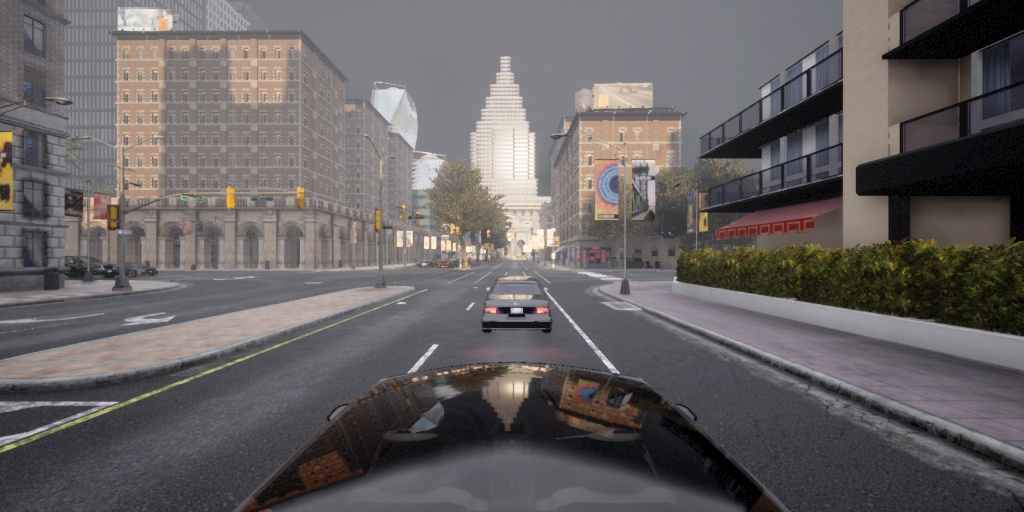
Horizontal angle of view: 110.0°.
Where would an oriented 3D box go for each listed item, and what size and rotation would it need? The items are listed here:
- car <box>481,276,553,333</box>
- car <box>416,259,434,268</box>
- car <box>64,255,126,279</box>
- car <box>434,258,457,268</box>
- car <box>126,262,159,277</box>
[{"bbox_3d":[0.146,1.297,10.736,2.033,1.411,5.357,0,0,1],"label":"car"},{"bbox_3d":[-14.518,1.241,61.552,2.128,1.511,4.902,0,0,1],"label":"car"},{"bbox_3d":[-37.608,0.972,31.067,5.566,2.045,2.150,0,0,0],"label":"car"},{"bbox_3d":[-11.048,1.102,59.666,2.097,1.767,4.553,0,0,1],"label":"car"},{"bbox_3d":[-36.828,1.314,34.568,4.181,1.385,1.994,0,0,0],"label":"car"}]
